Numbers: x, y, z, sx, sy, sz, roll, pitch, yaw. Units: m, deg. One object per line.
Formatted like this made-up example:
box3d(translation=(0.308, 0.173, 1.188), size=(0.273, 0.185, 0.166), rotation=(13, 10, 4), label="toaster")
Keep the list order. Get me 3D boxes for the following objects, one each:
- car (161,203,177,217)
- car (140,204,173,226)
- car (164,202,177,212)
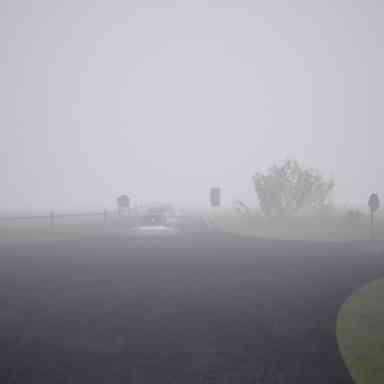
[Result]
box3d(translation=(-2.940, 2.006, 38.499), size=(2.128, 1.511, 4.902), rotation=(0, -1, -1), label="car")
box3d(translation=(-2.868, 1.913, 26.372), size=(1.994, 1.385, 4.181), rotation=(0, -1, 1), label="car")
box3d(translation=(-3.219, 2.282, 50.520), size=(1.895, 1.301, 4.718), rotation=(0, -1, -2), label="car")
